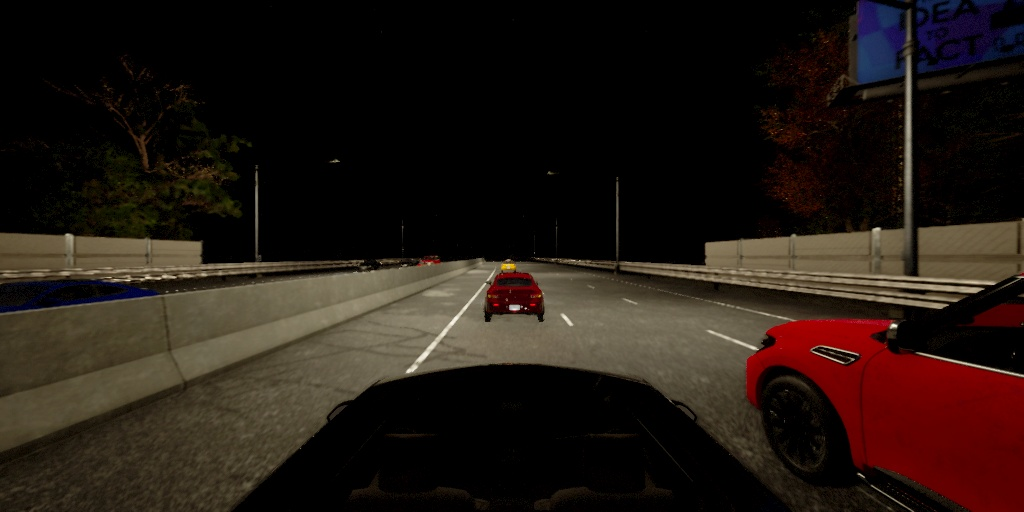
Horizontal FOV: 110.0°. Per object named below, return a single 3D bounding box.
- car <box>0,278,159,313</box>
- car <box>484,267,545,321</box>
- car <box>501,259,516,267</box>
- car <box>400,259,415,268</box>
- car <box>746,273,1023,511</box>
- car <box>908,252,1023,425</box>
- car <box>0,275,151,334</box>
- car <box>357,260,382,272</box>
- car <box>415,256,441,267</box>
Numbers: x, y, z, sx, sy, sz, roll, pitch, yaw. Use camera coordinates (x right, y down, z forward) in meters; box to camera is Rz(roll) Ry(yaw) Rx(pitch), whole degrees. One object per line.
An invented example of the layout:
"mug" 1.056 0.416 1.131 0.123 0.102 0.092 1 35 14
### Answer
"car" -10.610 1.278 8.117 1.812 1.442 4.674 0 0 0
"car" 0.069 1.274 12.345 1.812 1.442 4.674 0 0 0
"car" -0.427 1.187 44.105 1.801 1.575 5.366 0 0 -1
"car" -14.816 1.219 52.127 2.128 1.511 4.902 0 0 -1
"car" 3.594 0.970 1.472 2.150 2.045 5.566 0 0 0
"car" 7.094 0.969 2.663 2.150 2.045 5.566 0 0 0
"car" -14.133 1.354 10.736 1.895 1.301 4.718 0 0 0
"car" -18.160 1.260 46.006 1.812 1.442 4.674 0 0 -1
"car" -11.245 0.950 49.376 2.150 2.045 5.566 0 0 -1
